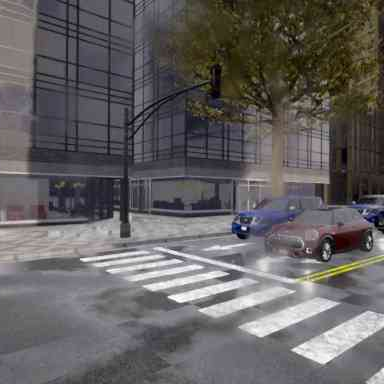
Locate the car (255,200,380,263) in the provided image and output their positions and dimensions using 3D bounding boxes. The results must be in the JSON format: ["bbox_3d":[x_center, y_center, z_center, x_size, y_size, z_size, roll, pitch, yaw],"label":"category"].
[{"bbox_3d":[4.700,1.355,12.168,4.553,1.767,2.097,0,0,-39],"label":"car"}]

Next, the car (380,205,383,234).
[{"bbox_3d":[12.076,1.553,18.100,5.357,1.411,2.033,0,0,-39],"label":"car"}]

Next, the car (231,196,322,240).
[{"bbox_3d":[4.395,1.223,16.093,5.566,2.045,2.150,0,0,-39],"label":"car"}]

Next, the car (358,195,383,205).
[{"bbox_3d":[12.477,1.225,22.588,5.566,2.045,2.150,0,0,-39],"label":"car"}]
